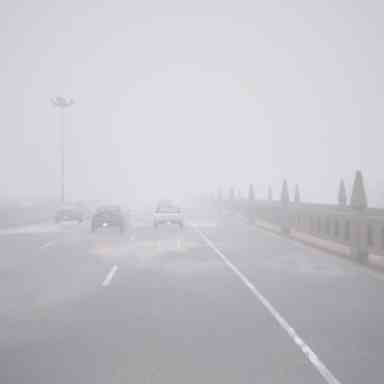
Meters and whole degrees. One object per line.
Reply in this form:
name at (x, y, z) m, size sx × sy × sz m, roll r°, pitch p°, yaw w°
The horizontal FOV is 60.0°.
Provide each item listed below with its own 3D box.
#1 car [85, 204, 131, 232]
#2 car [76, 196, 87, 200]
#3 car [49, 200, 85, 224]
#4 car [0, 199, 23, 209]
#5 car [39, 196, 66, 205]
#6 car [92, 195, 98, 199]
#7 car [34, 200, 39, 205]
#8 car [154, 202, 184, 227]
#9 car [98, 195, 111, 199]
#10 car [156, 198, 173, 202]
car at (-4.960, 1.532, 20.568) m, size 1.837 × 1.490 × 4.892 m, roll 0°, pitch 0°, yaw -5°
car at (-28.892, 1.680, 87.238) m, size 1.895 × 1.301 × 4.718 m, roll 0°, pitch 0°, yaw -5°
car at (-8.884, 1.570, 25.007) m, size 1.812 × 1.442 × 4.674 m, roll 0°, pitch 0°, yaw -5°
car at (-25.075, 1.679, 45.922) m, size 1.994 × 1.385 × 4.181 m, roll 0°, pitch 0°, yaw -5°
car at (-17.846, 1.437, 43.708) m, size 2.097 × 1.767 × 4.553 m, roll 0°, pitch 0°, yaw -5°
car at (-25.657, 1.441, 90.215) m, size 2.033 × 1.411 × 5.357 m, roll 0°, pitch 0°, yaw -5°
car at (-21.894, 1.608, 49.576) m, size 1.837 × 1.490 × 4.892 m, roll 0°, pitch 0°, yaw -5°
car at (-1.645, 1.616, 22.795) m, size 1.895 × 1.301 × 4.718 m, roll 0°, pitch 0°, yaw -5°
car at (-21.562, 1.584, 84.055) m, size 2.128 × 1.511 × 4.902 m, roll 0°, pitch 0°, yaw -5°
car at (-3.395, 1.534, 41.463) m, size 1.837 × 1.490 × 4.892 m, roll 0°, pitch 0°, yaw -5°
